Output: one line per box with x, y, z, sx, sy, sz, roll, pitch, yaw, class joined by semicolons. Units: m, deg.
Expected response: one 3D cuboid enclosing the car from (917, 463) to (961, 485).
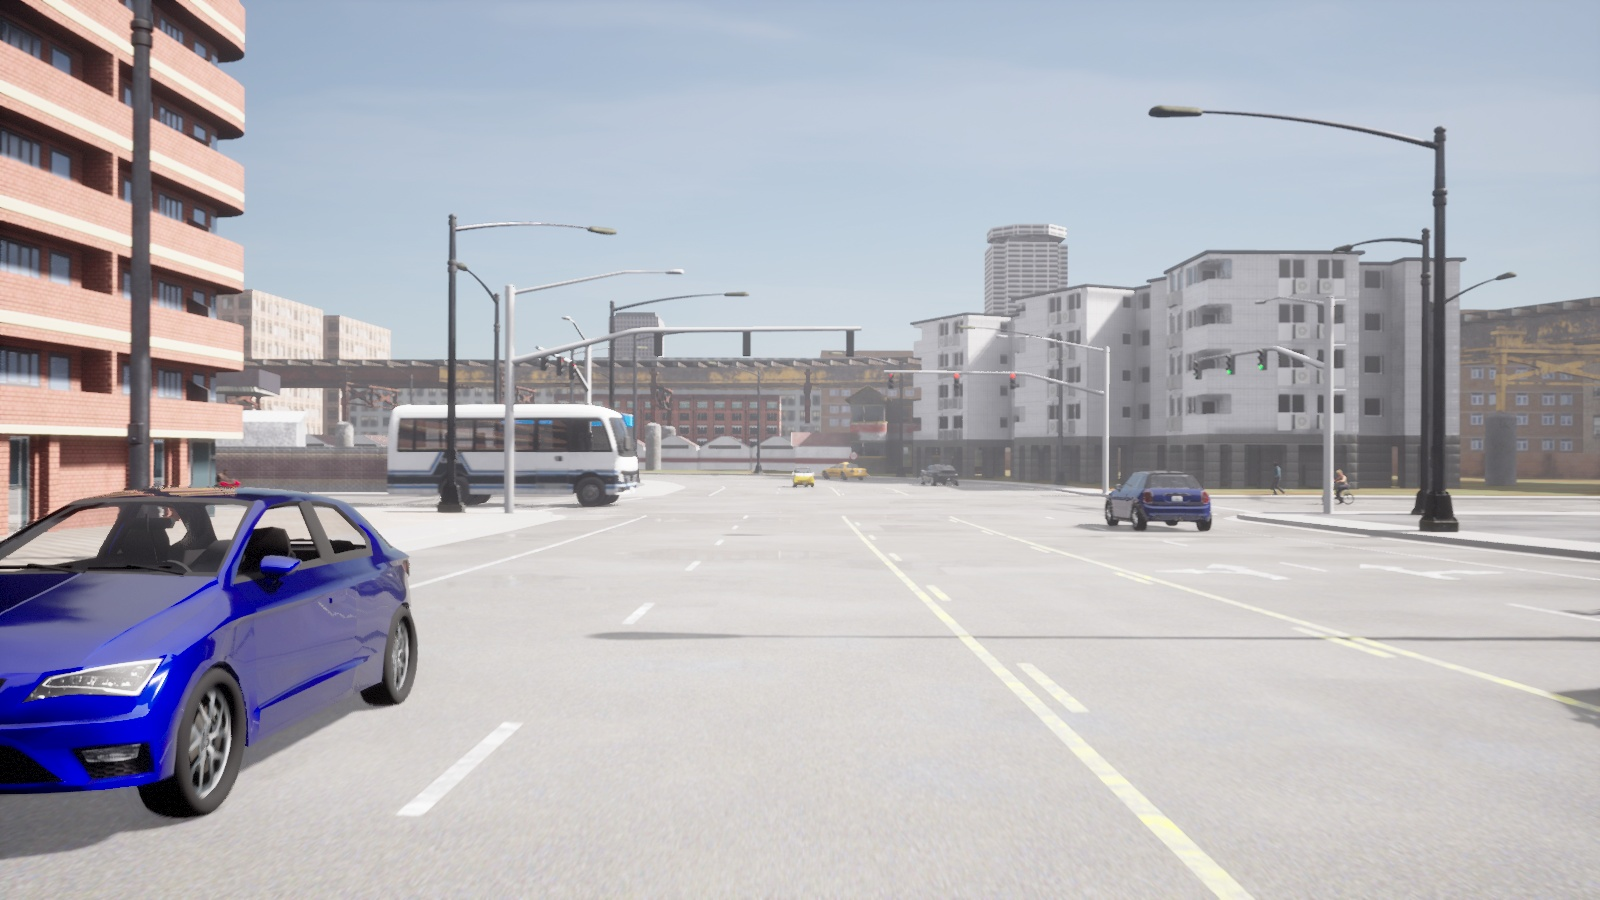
9.842;1.704;89.322;1.837;1.490;4.892;0;0;-10;car

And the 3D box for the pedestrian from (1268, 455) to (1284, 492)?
24.899;1.248;65.639;0.692;1.930;0.396;0;0;2;pedestrian

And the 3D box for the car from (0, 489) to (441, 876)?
-3.517;0.980;7.045;1.816;1.474;4.193;0;-1;0;car

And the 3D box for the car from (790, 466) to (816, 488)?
0.198;1.778;82.477;1.481;1.376;2.207;0;0;-6;car

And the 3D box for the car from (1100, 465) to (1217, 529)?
10.412;1.323;36.863;2.097;1.767;4.553;0;-1;0;car

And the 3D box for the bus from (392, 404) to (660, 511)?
-11.347;0.320;52.866;10.273;4.253;3.944;-1;0;4;bus
